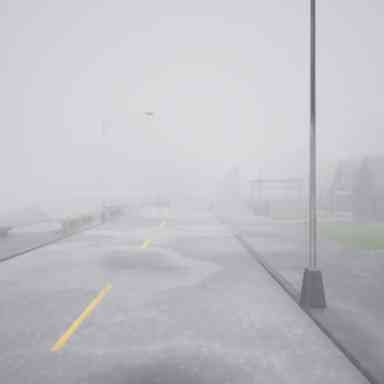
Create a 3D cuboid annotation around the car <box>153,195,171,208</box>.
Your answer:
[{"bbox_3d":[-4.030,1.198,44.797,2.097,1.767,4.553,0,0,0],"label":"car"}]

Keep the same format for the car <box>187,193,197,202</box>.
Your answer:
[{"bbox_3d":[-0.016,1.232,69.583,1.882,1.535,5.008,0,0,0],"label":"car"}]

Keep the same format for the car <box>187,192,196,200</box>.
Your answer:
[{"bbox_3d":[-0.019,0.997,79.971,2.097,1.767,4.553,0,0,0],"label":"car"}]
